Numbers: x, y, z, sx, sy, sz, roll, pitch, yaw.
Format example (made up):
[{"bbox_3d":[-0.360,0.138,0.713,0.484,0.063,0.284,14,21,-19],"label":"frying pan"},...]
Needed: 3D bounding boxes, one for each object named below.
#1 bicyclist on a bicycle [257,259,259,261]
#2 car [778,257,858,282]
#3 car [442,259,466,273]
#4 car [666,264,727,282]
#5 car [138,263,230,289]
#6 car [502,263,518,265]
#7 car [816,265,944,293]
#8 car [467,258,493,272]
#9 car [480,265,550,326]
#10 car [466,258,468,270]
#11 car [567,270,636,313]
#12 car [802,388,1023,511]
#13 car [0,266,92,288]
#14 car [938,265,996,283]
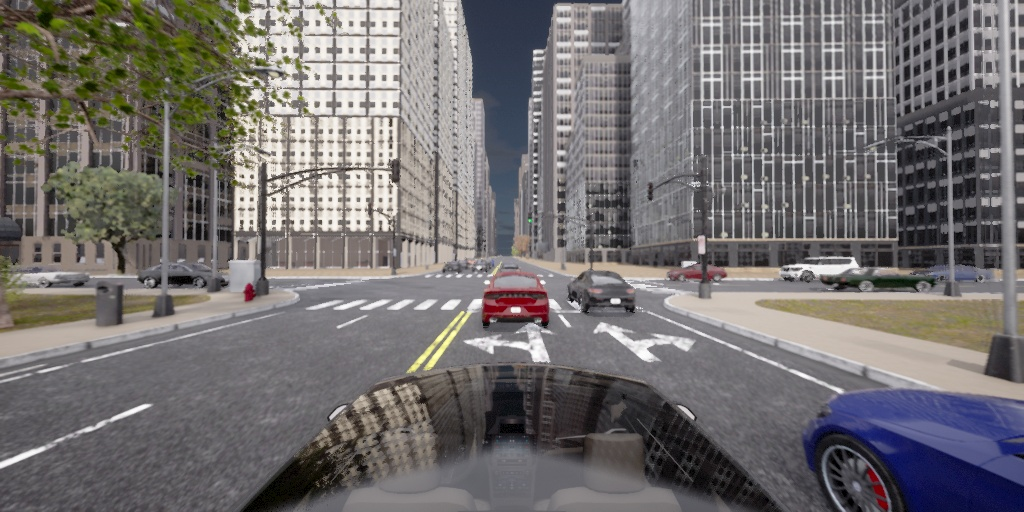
[{"bbox_3d":[-25.163,1.164,35.641,0.582,1.620,1.656,0,-1,2],"label":"bicyclist on a bicycle"},{"bbox_3d":[25.244,1.092,29.522,5.566,2.045,2.150,0,-1,1],"label":"car"},{"bbox_3d":[-7.126,1.316,43.258,1.994,1.385,4.181,0,0,0],"label":"car"},{"bbox_3d":[15.287,1.383,29.788,4.674,1.442,1.812,0,-1,2],"label":"car"},{"bbox_3d":[-19.287,1.153,21.349,4.902,1.511,2.128,0,-1,2],"label":"car"},{"bbox_3d":[-0.204,1.337,30.907,2.128,1.511,4.902,0,-1,-1],"label":"car"},{"bbox_3d":[20.139,1.317,19.784,4.718,1.301,1.895,0,-1,3],"label":"car"},{"bbox_3d":[-3.893,1.244,44.676,2.128,1.511,4.902,0,0,0],"label":"car"},{"bbox_3d":[0.096,1.233,11.661,1.882,1.535,5.008,0,0,0],"label":"car"},{"bbox_3d":[-7.246,1.241,52.075,2.128,1.511,4.902,0,0,-1],"label":"car"},{"bbox_3d":[3.342,1.269,13.907,1.812,1.442,4.674,0,1,0],"label":"car"},{"bbox_3d":[3.349,1.277,1.036,1.812,1.442,4.674,0,-1,0],"label":"car"},{"bbox_3d":[-28.556,1.249,21.628,4.718,1.301,1.895,0,-1,1],"label":"car"},{"bbox_3d":[35.715,1.430,29.229,5.357,1.411,2.033,0,-1,1],"label":"car"}]
